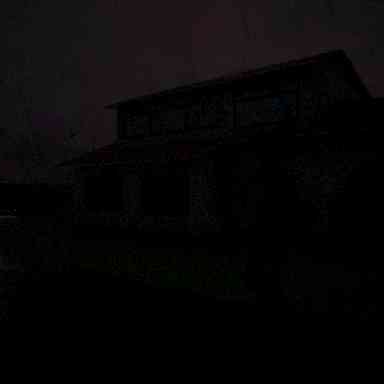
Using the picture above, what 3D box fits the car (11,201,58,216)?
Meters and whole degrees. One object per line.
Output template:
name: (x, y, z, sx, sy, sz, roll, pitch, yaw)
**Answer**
car: (-15.555, 1.564, 33.025, 1.994, 1.385, 4.181, 0, 0, 35)
